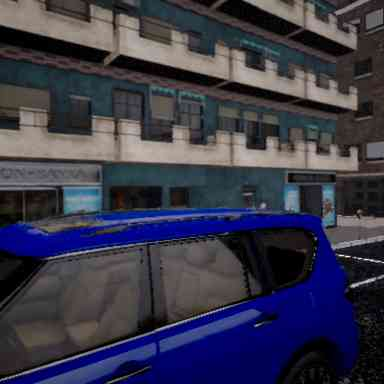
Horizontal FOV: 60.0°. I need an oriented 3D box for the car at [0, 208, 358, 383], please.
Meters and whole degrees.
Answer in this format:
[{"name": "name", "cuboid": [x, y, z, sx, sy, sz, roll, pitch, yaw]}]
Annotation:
[{"name": "car", "cuboid": [-0.865, 1.217, 2.762, 5.566, 2.045, 2.150, 0, 0, -36]}]
